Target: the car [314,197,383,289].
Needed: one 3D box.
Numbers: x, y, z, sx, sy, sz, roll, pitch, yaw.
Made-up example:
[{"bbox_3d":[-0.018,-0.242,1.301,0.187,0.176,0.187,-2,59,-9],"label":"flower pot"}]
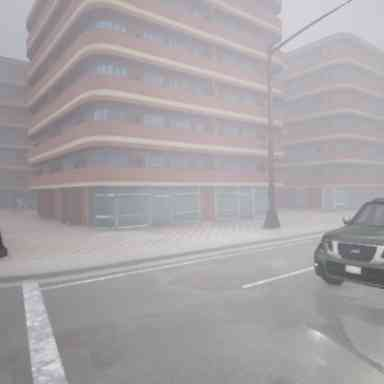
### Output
[{"bbox_3d":[5.354,1.158,8.325,5.566,2.045,2.150,-1,0,-39],"label":"car"}]
